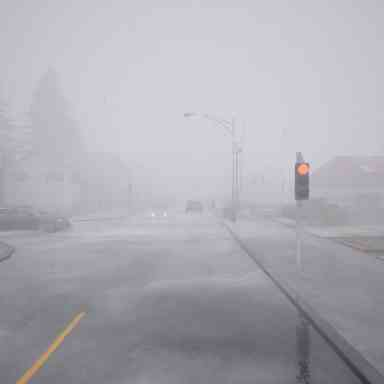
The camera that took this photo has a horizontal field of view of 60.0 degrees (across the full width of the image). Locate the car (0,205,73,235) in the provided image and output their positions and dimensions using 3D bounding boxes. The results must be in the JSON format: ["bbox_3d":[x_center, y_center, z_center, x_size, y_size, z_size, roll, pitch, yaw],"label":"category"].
[{"bbox_3d":[-9.097,1.492,18.135,4.902,1.511,2.128,0,0,-4],"label":"car"}]

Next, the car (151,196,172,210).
[{"bbox_3d":[-3.971,1.505,42.263,1.837,1.490,4.892,0,0,0],"label":"car"}]

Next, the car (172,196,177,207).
[{"bbox_3d":[-3.934,1.352,52.306,2.097,1.767,4.553,0,0,0],"label":"car"}]

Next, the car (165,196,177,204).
[{"bbox_3d":[-3.869,1.477,62.378,1.882,1.535,5.008,0,0,1],"label":"car"}]

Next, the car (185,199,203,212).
[{"bbox_3d":[0.233,1.491,38.489,2.128,1.511,4.902,0,0,0],"label":"car"}]
